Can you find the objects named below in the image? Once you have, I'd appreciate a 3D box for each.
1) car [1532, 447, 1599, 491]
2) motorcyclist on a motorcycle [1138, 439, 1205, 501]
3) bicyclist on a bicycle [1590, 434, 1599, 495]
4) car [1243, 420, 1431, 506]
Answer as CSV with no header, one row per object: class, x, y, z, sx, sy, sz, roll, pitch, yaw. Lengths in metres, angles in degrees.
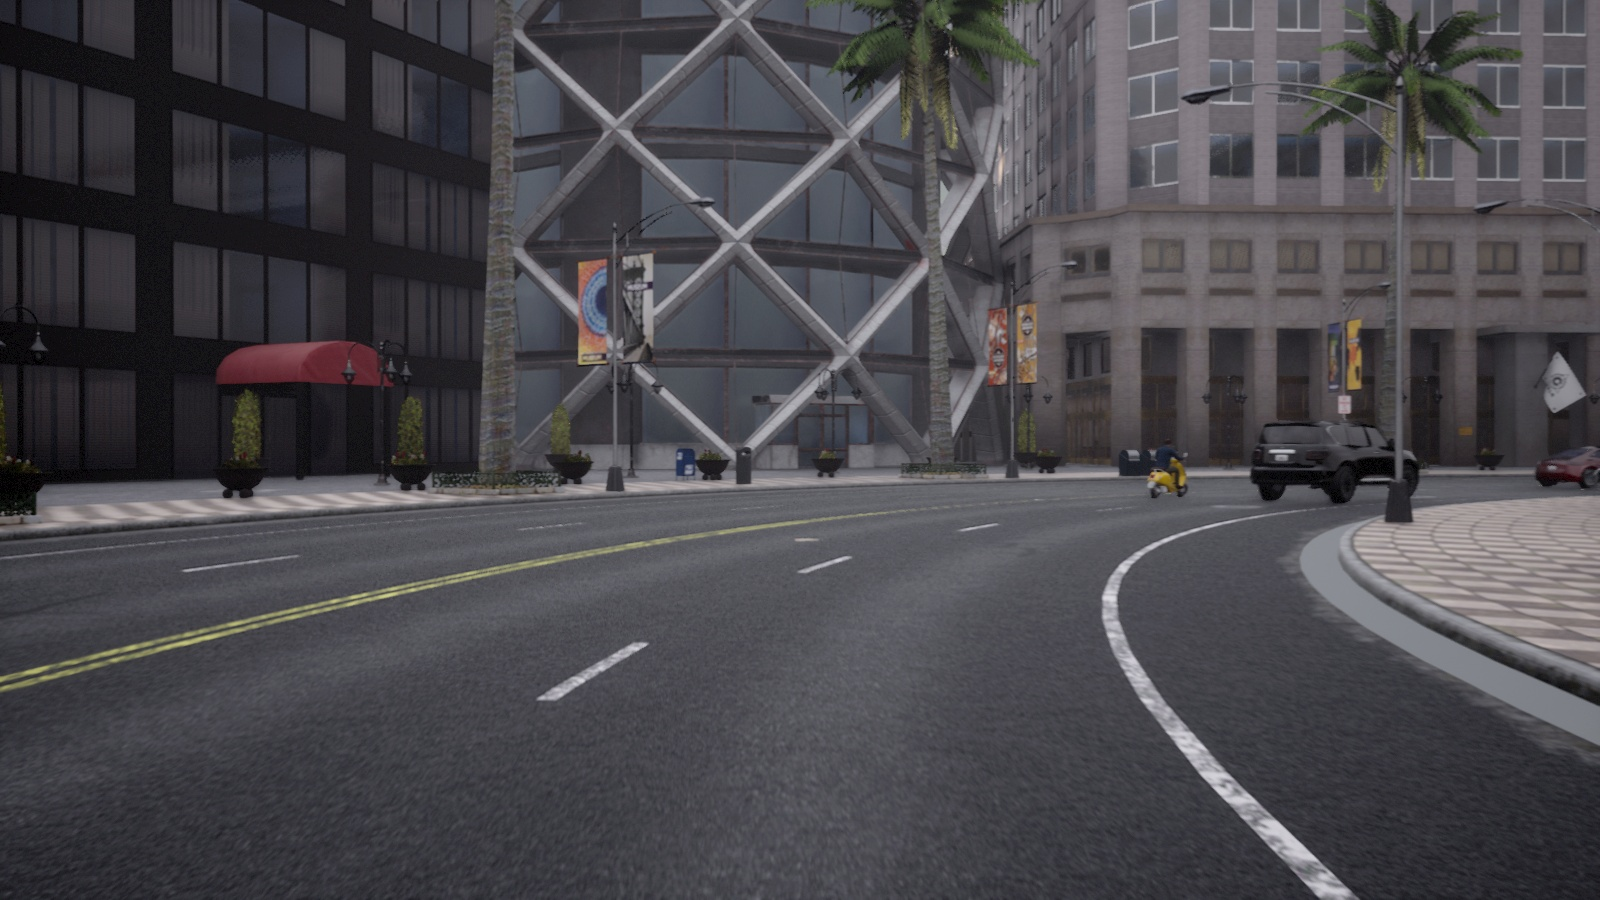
car,26.719,0.595,41.417,4.181,1.385,1.994,0,0,-11
motorcyclist on a motorcycle,9.919,0.518,33.502,1.817,1.590,0.866,0,1,-42
bicyclist on a bicycle,24.528,0.423,37.351,1.843,1.776,0.659,0,1,-15
car,13.880,0.293,32.299,5.566,2.045,2.150,0,0,-40
